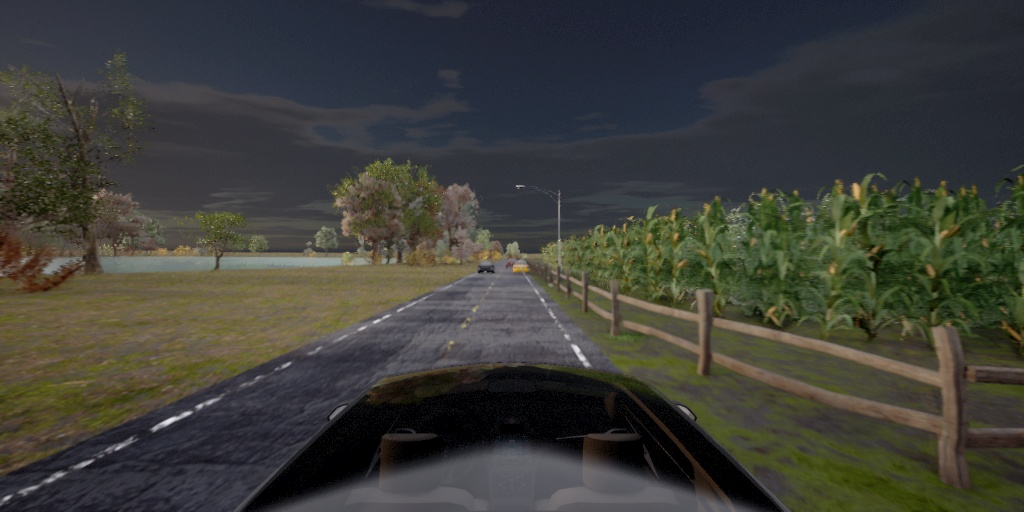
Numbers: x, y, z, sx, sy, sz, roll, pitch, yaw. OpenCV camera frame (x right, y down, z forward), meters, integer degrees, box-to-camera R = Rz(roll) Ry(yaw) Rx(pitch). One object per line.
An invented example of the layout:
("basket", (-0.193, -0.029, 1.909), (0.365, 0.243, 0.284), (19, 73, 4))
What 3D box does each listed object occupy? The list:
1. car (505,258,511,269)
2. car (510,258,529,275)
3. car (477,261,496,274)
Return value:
("car", (0.005, 1.098, 58.179), (2.097, 1.767, 4.553), (0, 0, 0))
("car", (0.965, 1.199, 39.811), (1.801, 1.575, 5.366), (0, 0, 0))
("car", (-2.832, 1.291, 40.531), (2.033, 1.411, 5.357), (0, 0, 0))
